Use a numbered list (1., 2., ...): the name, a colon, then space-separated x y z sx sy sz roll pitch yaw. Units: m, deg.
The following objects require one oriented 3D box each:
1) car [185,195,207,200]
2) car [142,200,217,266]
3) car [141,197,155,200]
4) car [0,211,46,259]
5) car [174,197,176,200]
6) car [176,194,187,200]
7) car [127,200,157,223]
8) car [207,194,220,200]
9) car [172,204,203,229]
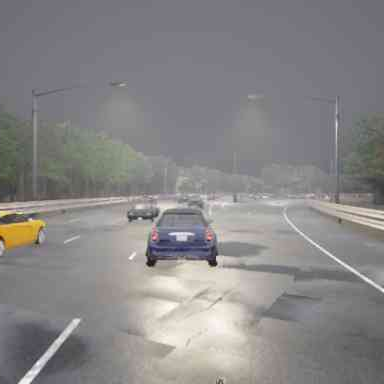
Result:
1. car: 0.553 1.434 41.843 1.837 1.490 4.892 0 0 4
2. car: -0.302 1.345 11.676 2.097 1.767 4.553 0 0 0
3. car: -6.220 1.443 47.035 2.033 1.411 5.357 0 0 5
4. car: -7.246 1.431 12.381 1.882 1.535 5.008 0 0 0
5. car: -2.868 1.382 77.381 1.994 1.385 4.181 0 0 8
6. car: -1.148 1.231 61.780 2.097 1.767 4.553 0 0 6
7. car: -3.567 1.556 25.368 1.895 1.301 4.718 0 0 1
8. car: 5.170 1.363 83.746 2.128 1.511 4.902 0 0 9
9. car: -0.242 1.578 22.516 1.895 1.301 4.718 0 0 1
